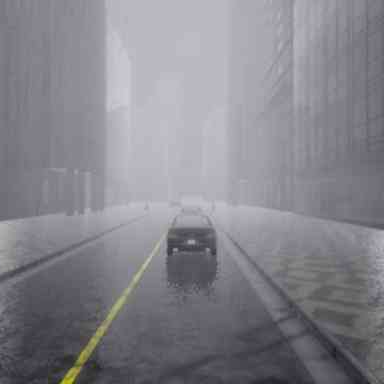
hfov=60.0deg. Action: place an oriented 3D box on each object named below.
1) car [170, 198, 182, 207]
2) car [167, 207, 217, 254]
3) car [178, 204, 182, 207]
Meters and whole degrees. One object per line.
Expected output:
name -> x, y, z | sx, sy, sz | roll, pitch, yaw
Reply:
car -> -3.101, 2.045, 65.017 | 2.097, 1.767, 4.553 | 0, -1, 0
car -> 0.005, 1.628, 14.220 | 1.882, 1.535, 5.008 | 0, 0, 0
car -> -0.022, 1.896, 28.228 | 1.895, 1.301, 4.718 | 0, -1, 0
